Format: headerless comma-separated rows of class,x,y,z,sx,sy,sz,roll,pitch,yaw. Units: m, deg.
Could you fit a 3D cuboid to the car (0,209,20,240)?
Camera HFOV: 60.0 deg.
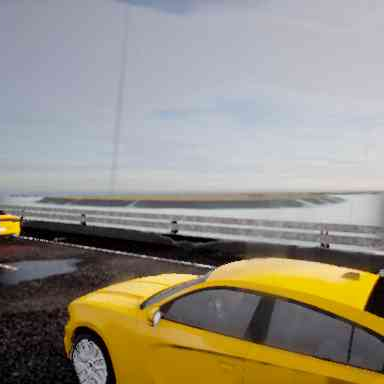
car,-9.808,1.381,15.090,5.008,1.535,1.882,0,0,35

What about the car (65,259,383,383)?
car,0.743,1.470,3.434,5.008,1.535,1.882,0,0,35

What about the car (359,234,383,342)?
car,4.898,1.571,4.808,4.181,1.385,1.994,0,0,35
